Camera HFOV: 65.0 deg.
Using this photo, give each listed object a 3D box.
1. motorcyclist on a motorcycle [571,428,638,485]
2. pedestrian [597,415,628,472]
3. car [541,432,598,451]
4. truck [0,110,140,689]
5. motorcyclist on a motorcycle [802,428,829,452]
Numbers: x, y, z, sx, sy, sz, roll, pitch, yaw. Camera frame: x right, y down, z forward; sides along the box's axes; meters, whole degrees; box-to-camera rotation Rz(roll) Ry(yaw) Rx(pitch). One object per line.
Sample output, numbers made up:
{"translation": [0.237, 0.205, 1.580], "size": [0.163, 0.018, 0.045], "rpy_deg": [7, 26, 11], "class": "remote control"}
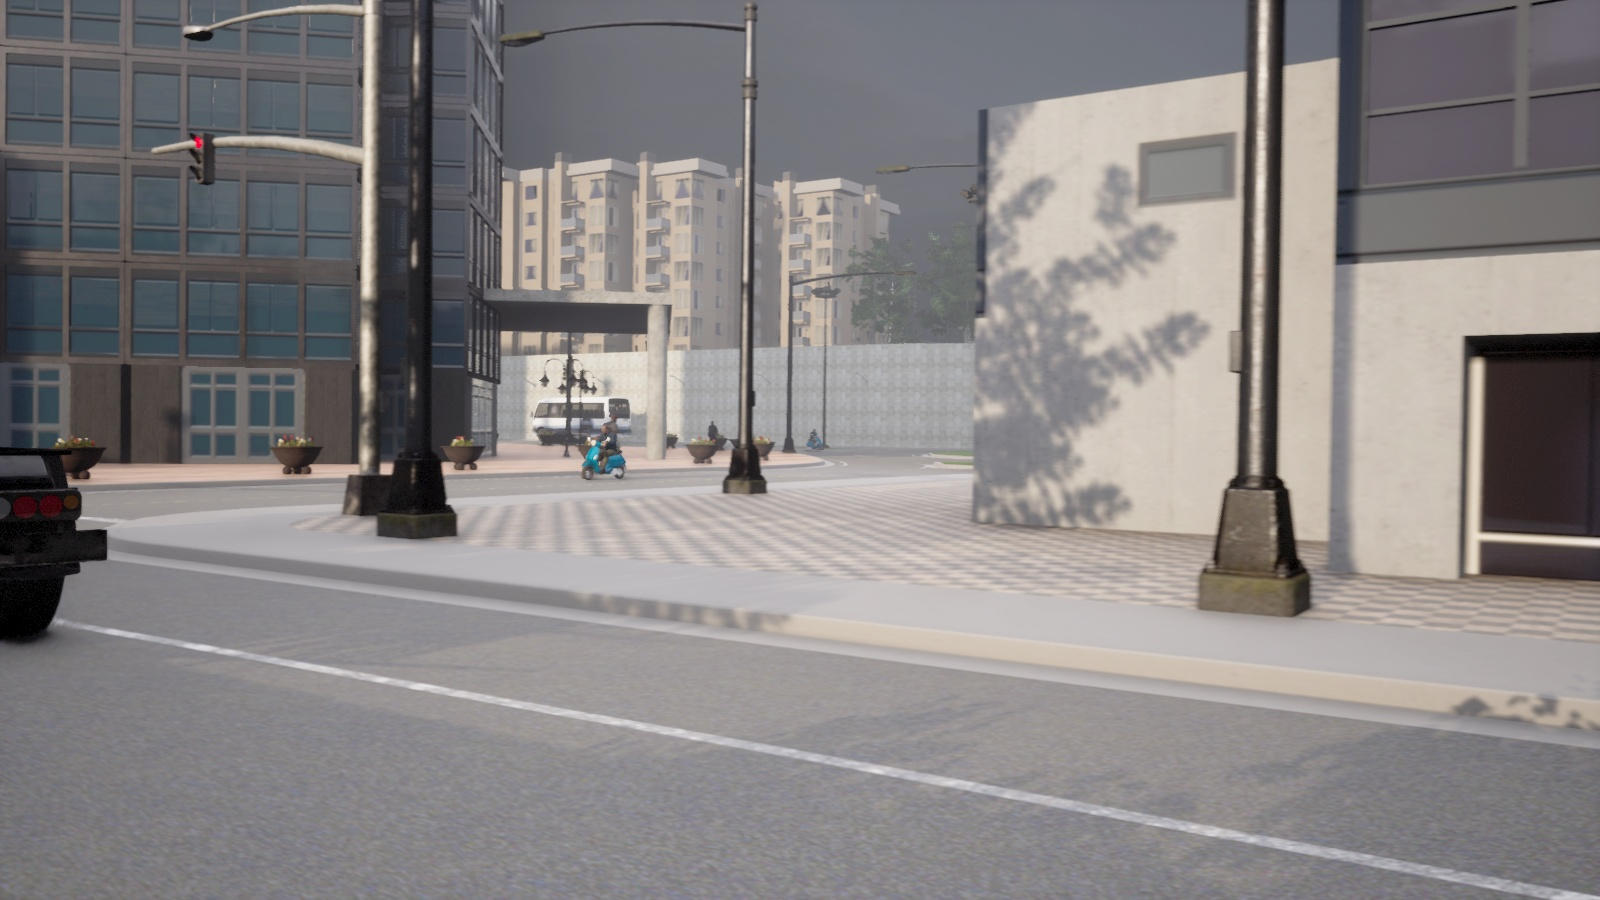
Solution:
{"translation": [-5.571, 0.173, 35.837], "size": [0.866, 1.590, 1.817], "rpy_deg": [0, 1, 34], "class": "motorcyclist on a motorcycle"}
{"translation": [-6.271, -0.216, 42.074], "size": [0.563, 1.883, 0.849], "rpy_deg": [1, 1, 39], "class": "pedestrian"}
{"translation": [-17.875, -0.673, 97.338], "size": [4.181, 1.385, 1.994], "rpy_deg": [0, 1, 35], "class": "car"}
{"translation": [-8.389, -0.312, 9.305], "size": [7.936, 3.462, 2.891], "rpy_deg": [0, 1, 36], "class": "truck"}
{"translation": [1.038, -0.683, 85.765], "size": [0.866, 1.590, 1.817], "rpy_deg": [-2, 2, -37], "class": "motorcyclist on a motorcycle"}
